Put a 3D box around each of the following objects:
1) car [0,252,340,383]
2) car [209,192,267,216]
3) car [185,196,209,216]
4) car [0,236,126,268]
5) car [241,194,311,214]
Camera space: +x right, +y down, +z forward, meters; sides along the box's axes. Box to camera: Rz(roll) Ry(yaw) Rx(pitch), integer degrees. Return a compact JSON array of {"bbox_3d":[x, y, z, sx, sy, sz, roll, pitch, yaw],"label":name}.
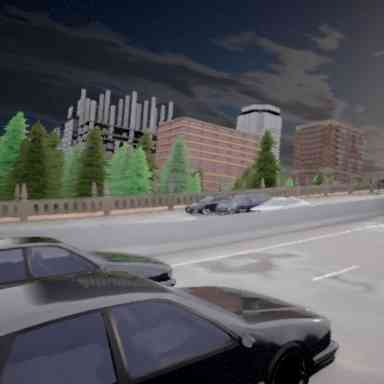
[{"bbox_3d":[-0.869,1.542,3.134,5.357,1.411,2.033,0,0,-35],"label":"car"},{"bbox_3d":[3.834,0.859,23.922,4.553,1.767,2.097,-3,2,-36],"label":"car"},{"bbox_3d":[1.705,1.016,26.699,4.892,1.490,1.837,-3,2,-35],"label":"car"},{"bbox_3d":[-2.927,1.542,5.964,5.357,1.411,2.033,0,0,-36],"label":"car"},{"bbox_3d":[5.605,1.047,20.884,4.674,1.442,1.812,-3,2,-35],"label":"car"}]
